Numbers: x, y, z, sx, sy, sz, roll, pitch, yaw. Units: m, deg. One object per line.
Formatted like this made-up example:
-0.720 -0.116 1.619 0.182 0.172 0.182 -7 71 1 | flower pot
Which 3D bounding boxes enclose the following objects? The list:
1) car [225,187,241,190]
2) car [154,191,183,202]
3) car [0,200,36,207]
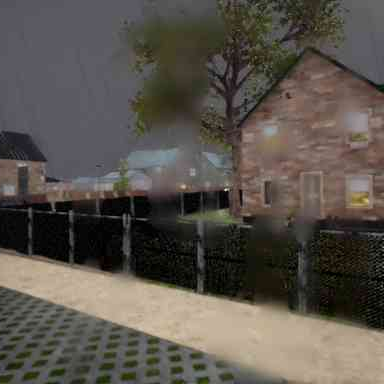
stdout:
5.333 0.115 44.611 2.128 1.511 4.902 -1 2 36 | car
-2.714 0.652 33.516 2.033 1.411 5.357 -1 2 36 | car
-11.698 1.204 21.018 2.033 1.411 5.357 -1 2 35 | car
